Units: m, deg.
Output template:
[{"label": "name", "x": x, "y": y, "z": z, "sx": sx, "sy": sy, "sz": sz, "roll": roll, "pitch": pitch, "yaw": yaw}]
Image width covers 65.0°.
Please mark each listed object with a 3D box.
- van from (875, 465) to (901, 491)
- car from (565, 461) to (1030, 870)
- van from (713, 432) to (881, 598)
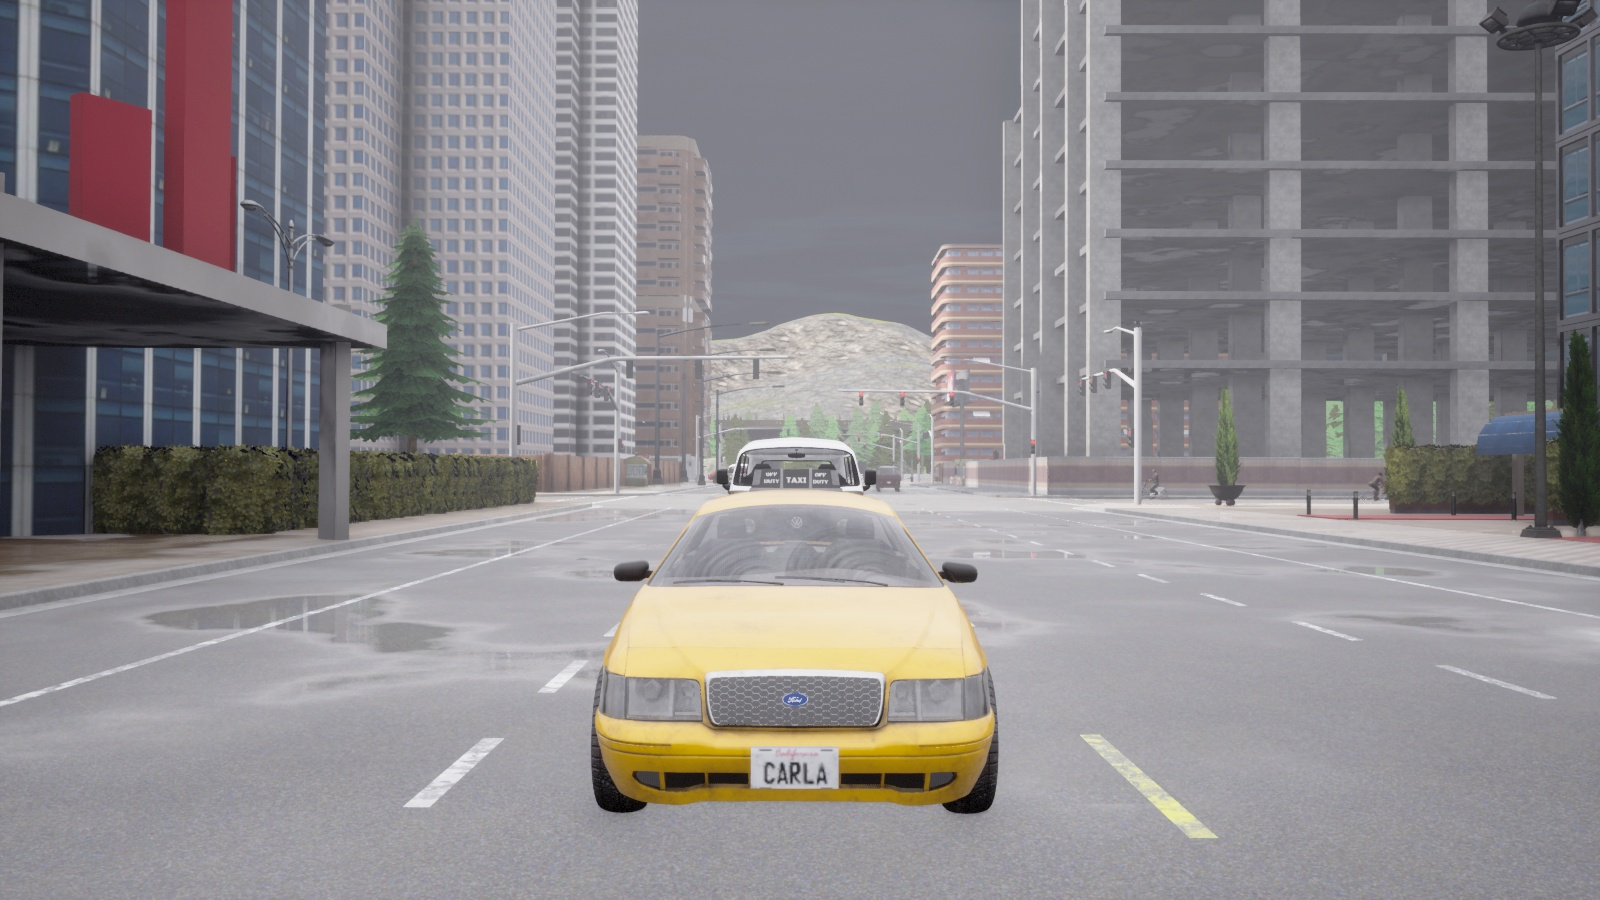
[{"label": "van", "x": 6.772, "y": 2.164, "z": 96.934, "sx": 1.775, "sy": 1.987, "sz": 4.442, "roll": 0, "pitch": -1, "yaw": 1}, {"label": "car", "x": -0.019, "y": 0.880, "z": 7.559, "sx": 1.801, "sy": 1.575, "sz": 5.366, "roll": 0, "pitch": -1, "yaw": 0}, {"label": "van", "x": -0.046, "y": 0.836, "z": 17.761, "sx": 2.069, "sy": 2.038, "sz": 4.480, "roll": 0, "pitch": -1, "yaw": 0}]
